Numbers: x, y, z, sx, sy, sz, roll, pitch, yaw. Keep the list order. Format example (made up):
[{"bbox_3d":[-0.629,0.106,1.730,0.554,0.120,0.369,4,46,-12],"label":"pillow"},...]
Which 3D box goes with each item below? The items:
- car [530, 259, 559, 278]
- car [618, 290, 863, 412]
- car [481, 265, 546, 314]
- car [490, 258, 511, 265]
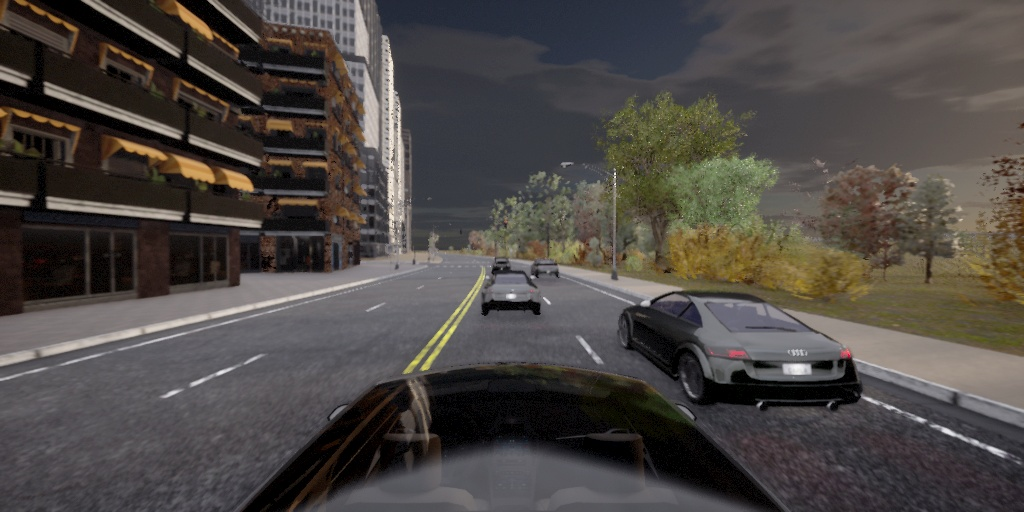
[{"bbox_3d":[2.557,0.942,28.777,2.128,1.511,4.902,0,1,-3],"label":"car"},{"bbox_3d":[3.302,1.262,6.179,1.994,1.385,4.181,0,1,0],"label":"car"},{"bbox_3d":[-0.072,1.193,13.077,1.994,1.385,4.181,0,1,-1],"label":"car"},{"bbox_3d":[-1.080,0.892,34.944,1.837,1.490,4.892,0,0,-4],"label":"car"}]
